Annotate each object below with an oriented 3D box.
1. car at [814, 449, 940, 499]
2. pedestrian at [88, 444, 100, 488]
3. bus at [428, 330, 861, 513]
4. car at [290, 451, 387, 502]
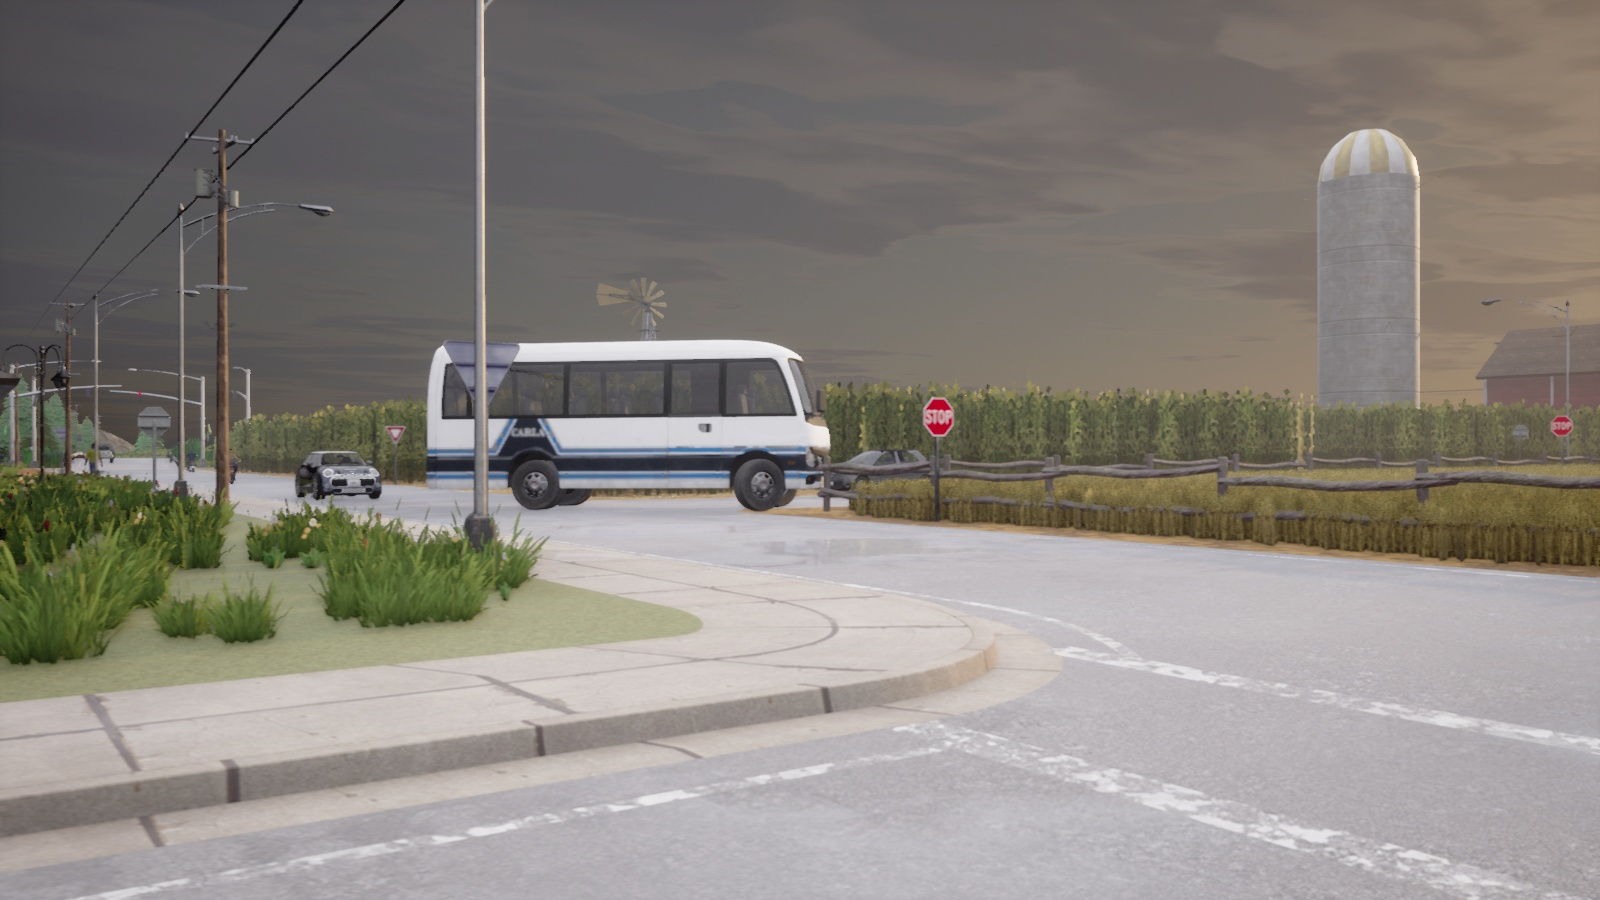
[{"bbox_3d":[2.463,0.736,40.104,3.633,1.501,1.845,0,0,-34],"label":"car"},{"bbox_3d":[-29.850,0.687,53.088,0.354,1.836,0.706,0,0,-35],"label":"pedestrian"},{"bbox_3d":[-3.780,-0.624,32.179,10.273,4.253,3.944,-1,0,9],"label":"bus"},{"bbox_3d":[-14.403,0.788,39.107,1.970,1.475,3.806,0,0,-34],"label":"car"}]
